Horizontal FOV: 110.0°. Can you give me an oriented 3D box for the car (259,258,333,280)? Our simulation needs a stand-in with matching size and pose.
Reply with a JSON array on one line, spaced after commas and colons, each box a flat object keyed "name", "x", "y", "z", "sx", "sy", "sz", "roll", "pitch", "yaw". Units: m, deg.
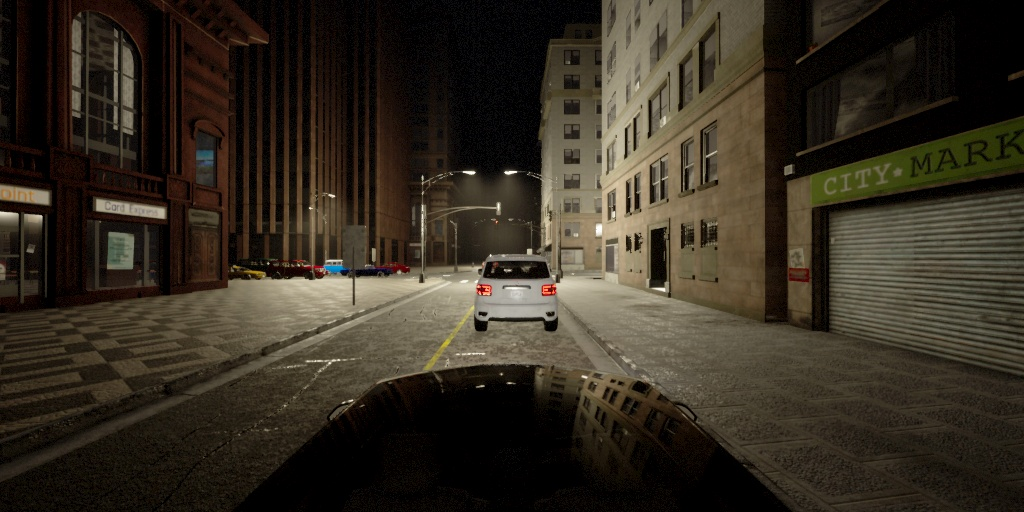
[{"name": "car", "x": -19.635, "y": 1.274, "z": 32.746, "sx": 5.009, "sy": 1.841, "sz": 2.192, "roll": 0, "pitch": 0, "yaw": 0}]

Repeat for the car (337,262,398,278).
[{"name": "car", "x": -14.159, "y": 1.506, "z": 35.300, "sx": 4.718, "sy": 1.301, "sz": 1.895, "roll": -1, "pitch": 0, "yaw": 0}]

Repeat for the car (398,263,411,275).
[{"name": "car", "x": -13.993, "y": 1.477, "z": 41.254, "sx": 4.507, "sy": 1.381, "sz": 1.888, "roll": 0, "pitch": 0, "yaw": 0}]

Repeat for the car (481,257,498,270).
[{"name": "car", "x": -3.132, "y": 1.097, "z": 51.784, "sx": 2.097, "sy": 1.767, "sz": 4.553, "roll": 0, "pitch": 0, "yaw": 1}]

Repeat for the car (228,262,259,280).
[{"name": "car", "x": -25.089, "y": 1.552, "z": 32.763, "sx": 4.829, "sy": 1.417, "sz": 1.751, "roll": 0, "pitch": 0, "yaw": 0}]

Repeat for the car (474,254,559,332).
[{"name": "car", "x": 0.096, "y": 0.974, "z": 11.067, "sx": 2.150, "sy": 2.045, "sz": 5.566, "roll": 0, "pitch": 0, "yaw": 0}]

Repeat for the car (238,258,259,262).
[{"name": "car", "x": -24.124, "y": 1.247, "z": 35.325, "sx": 5.566, "sy": 2.045, "sz": 2.150, "roll": -1, "pitch": 0, "yaw": -1}]

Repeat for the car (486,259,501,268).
[{"name": "car", "x": -3.091, "y": 1.222, "z": 60.863, "sx": 2.128, "sy": 1.511, "sz": 4.902, "roll": 0, "pitch": 0, "yaw": 0}]

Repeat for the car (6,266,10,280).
[{"name": "car", "x": -47.756, "y": 1.850, "z": 32.835, "sx": 4.403, "sy": 1.370, "sz": 2.007, "roll": 0, "pitch": 0, "yaw": 0}]

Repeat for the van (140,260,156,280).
[{"name": "van", "x": -30.883, "y": 1.436, "z": 32.782, "sx": 3.998, "sy": 1.789, "sz": 1.690, "roll": 0, "pitch": 0, "yaw": 0}]

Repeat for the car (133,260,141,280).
[{"name": "car", "x": -34.480, "y": 1.373, "z": 35.377, "sx": 5.566, "sy": 2.045, "sz": 2.150, "roll": -1, "pitch": 0, "yaw": 0}]

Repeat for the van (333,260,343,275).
[{"name": "van", "x": -19.617, "y": 1.341, "z": 41.272, "sx": 3.998, "sy": 1.789, "sz": 1.690, "roll": 0, "pitch": 0, "yaw": 0}]
